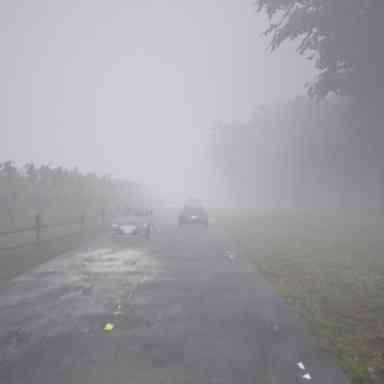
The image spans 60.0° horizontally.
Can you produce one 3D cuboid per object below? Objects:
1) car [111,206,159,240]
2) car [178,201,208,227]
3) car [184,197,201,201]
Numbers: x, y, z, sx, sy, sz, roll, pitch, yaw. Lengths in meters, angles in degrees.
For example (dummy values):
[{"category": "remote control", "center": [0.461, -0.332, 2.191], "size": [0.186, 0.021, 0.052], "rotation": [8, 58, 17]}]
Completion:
[{"category": "car", "center": [-2.833, 1.496, 17.168], "size": [2.128, 1.511, 4.902], "rotation": [0, 0, 0]}, {"category": "car", "center": [0.098, 1.576, 23.129], "size": [1.994, 1.385, 4.181], "rotation": [0, 0, 0]}, {"category": "car", "center": [0.097, 1.412, 39.889], "size": [2.097, 1.767, 4.553], "rotation": [0, 0, 0]}]
